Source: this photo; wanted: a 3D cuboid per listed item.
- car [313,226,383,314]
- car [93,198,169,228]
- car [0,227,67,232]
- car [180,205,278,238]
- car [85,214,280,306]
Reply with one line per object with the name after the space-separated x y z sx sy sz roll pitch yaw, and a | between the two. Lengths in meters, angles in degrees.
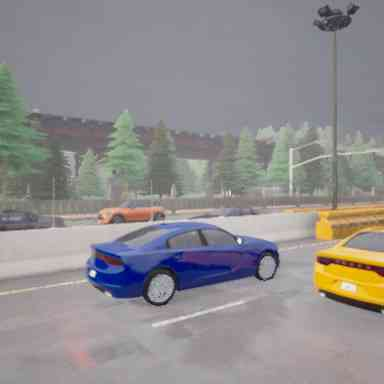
4.671 1.449 7.077 5.008 1.535 1.882 0 0 -35 | car
-4.074 1.315 22.491 4.553 1.767 2.097 0 0 -35 | car
-8.563 1.541 15.059 5.357 1.411 2.033 0 0 -35 | car
2.151 1.501 18.301 5.357 1.411 2.033 0 0 -35 | car
0.030 1.460 8.065 5.008 1.535 1.882 0 0 -36 | car
